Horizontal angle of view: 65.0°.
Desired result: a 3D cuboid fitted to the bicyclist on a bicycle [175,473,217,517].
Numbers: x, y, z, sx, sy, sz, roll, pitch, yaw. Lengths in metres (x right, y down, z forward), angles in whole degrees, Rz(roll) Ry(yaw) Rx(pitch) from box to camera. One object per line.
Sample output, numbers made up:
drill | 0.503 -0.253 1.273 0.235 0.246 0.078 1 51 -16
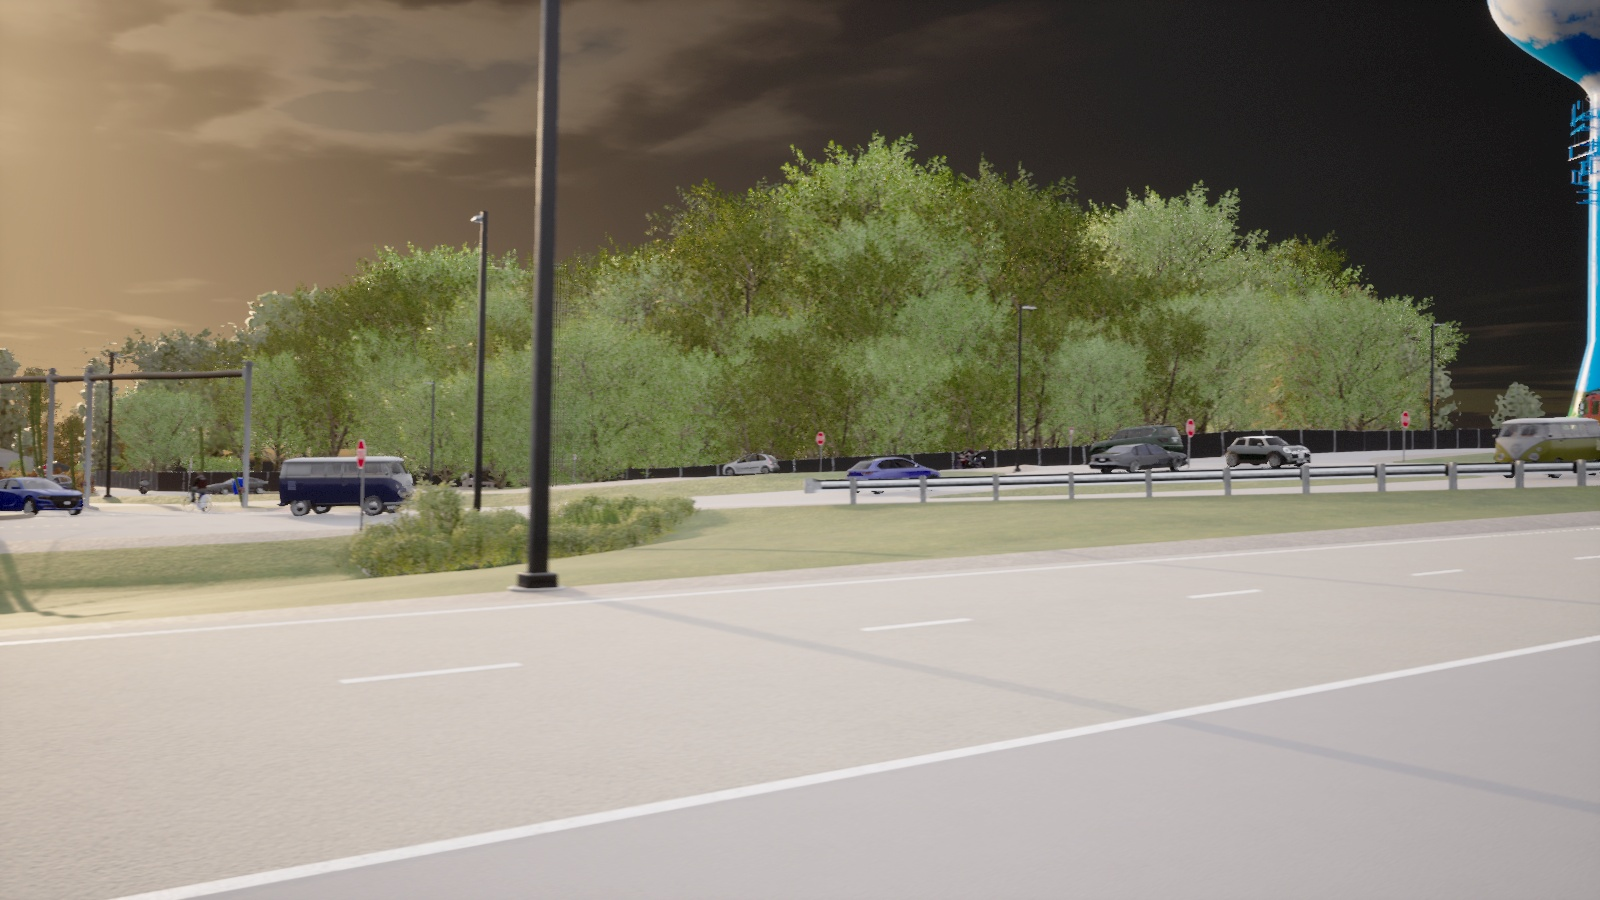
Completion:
bicyclist on a bicycle | -25.059 1.859 52.096 1.843 1.776 0.659 -1 -2 30

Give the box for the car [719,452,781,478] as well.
car | -3.560 1.097 89.574 3.988 1.617 1.851 -3 -2 17

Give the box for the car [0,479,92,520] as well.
car | -29.967 1.927 48.912 5.008 1.535 1.882 -2 -2 30

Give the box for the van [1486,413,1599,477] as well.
van | 25.012 -0.188 41.956 4.442 1.987 1.775 -2 1 -34

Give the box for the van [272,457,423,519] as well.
van | -15.247 1.279 42.453 4.442 1.987 1.775 -1 0 6

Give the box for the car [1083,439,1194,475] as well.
car | 16.061 0.305 59.460 5.357 1.411 2.033 -4 2 -35

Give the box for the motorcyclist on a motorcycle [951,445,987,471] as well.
motorcyclist on a motorcycle | 10.812 0.530 80.377 2.191 1.530 0.866 -3 -3 42

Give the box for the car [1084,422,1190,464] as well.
car | 19.253 -0.354 72.035 2.150 2.045 5.566 -1 -3 -39

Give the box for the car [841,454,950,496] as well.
car | 3.917 0.981 51.239 4.193 1.474 1.816 -3 1 -34

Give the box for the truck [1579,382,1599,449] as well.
truck | 47.496 -2.005 72.290 2.891 3.827 8.468 0 1 21

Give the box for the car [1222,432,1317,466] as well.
car | 22.295 -0.060 59.732 1.970 1.475 3.806 -3 2 -30
